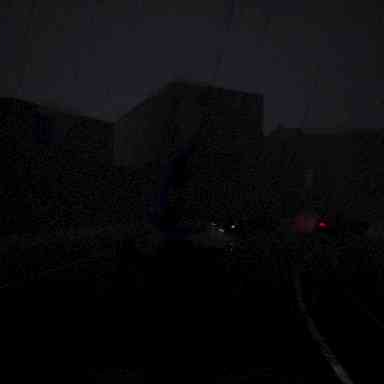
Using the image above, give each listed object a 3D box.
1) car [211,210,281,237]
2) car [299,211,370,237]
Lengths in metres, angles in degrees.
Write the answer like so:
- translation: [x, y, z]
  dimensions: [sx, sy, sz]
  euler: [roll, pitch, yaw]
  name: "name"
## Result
- translation: [3.470, 1.822, 20.415]
  dimensions: [2.033, 1.411, 5.357]
  euler: [0, -1, 43]
  name: "car"
- translation: [8.738, 1.899, 20.286]
  dimensions: [5.357, 1.411, 2.033]
  euler: [2, -1, -37]
  name: "car"
